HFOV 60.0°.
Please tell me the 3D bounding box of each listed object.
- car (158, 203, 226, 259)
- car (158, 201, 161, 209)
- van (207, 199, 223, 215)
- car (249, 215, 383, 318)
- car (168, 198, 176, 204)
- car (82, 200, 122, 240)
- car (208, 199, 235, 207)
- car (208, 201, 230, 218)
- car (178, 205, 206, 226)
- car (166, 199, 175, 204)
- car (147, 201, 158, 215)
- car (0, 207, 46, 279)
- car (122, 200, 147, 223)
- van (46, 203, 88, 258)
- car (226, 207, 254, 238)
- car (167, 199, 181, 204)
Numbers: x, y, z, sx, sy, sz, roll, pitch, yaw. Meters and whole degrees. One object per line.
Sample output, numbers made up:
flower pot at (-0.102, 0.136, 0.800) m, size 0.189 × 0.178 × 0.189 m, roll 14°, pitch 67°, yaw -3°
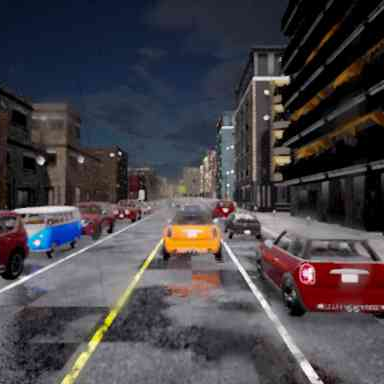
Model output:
car at (0.024, 1.496, 13.456) m, size 2.097 × 1.767 × 4.553 m, roll 0°, pitch -1°, yaw 0°
car at (-5.664, 2.088, 50.910) m, size 2.008 × 1.369 × 4.403 m, roll 1°, pitch -1°, yaw 0°
van at (2.718, 1.765, 40.089) m, size 1.690 × 1.788 × 3.998 m, roll 1°, pitch -1°, yaw 0°
car at (2.708, 1.523, 7.647) m, size 1.967 × 1.590 × 4.097 m, roll 1°, pitch -1°, yaw 0°
car at (-5.652, 2.536, 94.545) m, size 1.887 × 1.381 × 4.507 m, roll 1°, pitch -1°, yaw 0°
car at (-5.666, 1.513, 18.471) m, size 2.192 × 1.841 × 5.009 m, roll 1°, pitch -1°, yaw 0°
car at (2.716, 1.626, 29.275) m, size 2.192 × 1.841 × 5.009 m, roll 1°, pitch -1°, yaw 0°
car at (2.715, 1.807, 34.681) m, size 1.967 × 1.590 × 4.097 m, roll 1°, pitch -1°, yaw 0°
car at (0.016, 1.840, 27.550) m, size 2.033 × 1.411 × 5.357 m, roll 0°, pitch -1°, yaw 0°
car at (-5.730, 2.477, 88.864) m, size 1.887 × 1.381 × 4.507 m, roll 1°, pitch -1°, yaw 0°
car at (-5.663, 1.864, 40.098) m, size 1.967 × 1.590 × 4.097 m, roll 1°, pitch -1°, yaw 0°
car at (-5.669, 1.398, 7.657) m, size 2.192 × 1.841 × 5.009 m, roll 1°, pitch -1°, yaw 0°
car at (-5.664, 1.626, 29.285) m, size 2.192 × 1.841 × 5.009 m, roll 1°, pitch -1°, yaw 0°
van at (-5.669, 1.482, 13.064) m, size 1.690 × 1.788 × 3.998 m, roll 1°, pitch -1°, yaw 0°
car at (2.709, 1.748, 18.459) m, size 2.008 × 1.369 × 4.403 m, roll 1°, pitch -1°, yaw 0°
car at (-3.004, 2.090, 56.569) m, size 2.128 × 1.511 × 4.902 m, roll 0°, pitch -1°, yaw 0°
